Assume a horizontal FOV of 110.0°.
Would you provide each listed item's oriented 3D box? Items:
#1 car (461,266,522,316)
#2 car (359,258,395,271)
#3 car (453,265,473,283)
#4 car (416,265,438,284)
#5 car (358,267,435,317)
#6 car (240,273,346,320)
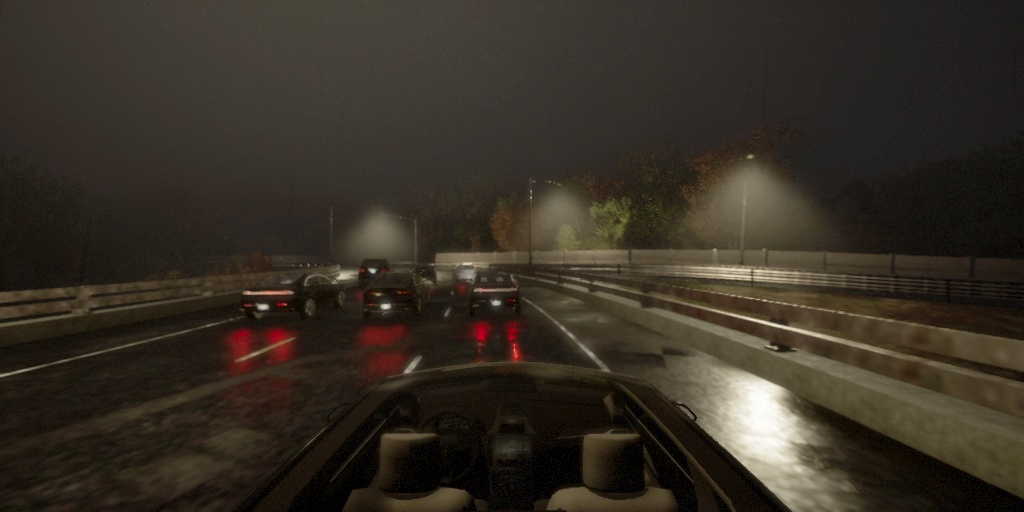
[{"bbox_3d":[-0.761,1.320,13.935,2.128,1.511,4.902,0,0,-6],"label":"car"},{"bbox_3d":[-10.285,1.187,27.501,2.150,2.045,5.566,0,0,-14],"label":"car"},{"bbox_3d":[-3.934,1.473,30.882,1.812,1.442,4.674,0,0,-14],"label":"car"},{"bbox_3d":[-7.148,1.463,29.323,1.837,1.490,4.892,0,0,-14],"label":"car"},{"bbox_3d":[-4.250,1.352,13.730,1.837,1.490,4.892,0,0,-6],"label":"car"},{"bbox_3d":[-7.701,1.353,13.131,2.128,1.511,4.902,0,-1,-6],"label":"car"}]
